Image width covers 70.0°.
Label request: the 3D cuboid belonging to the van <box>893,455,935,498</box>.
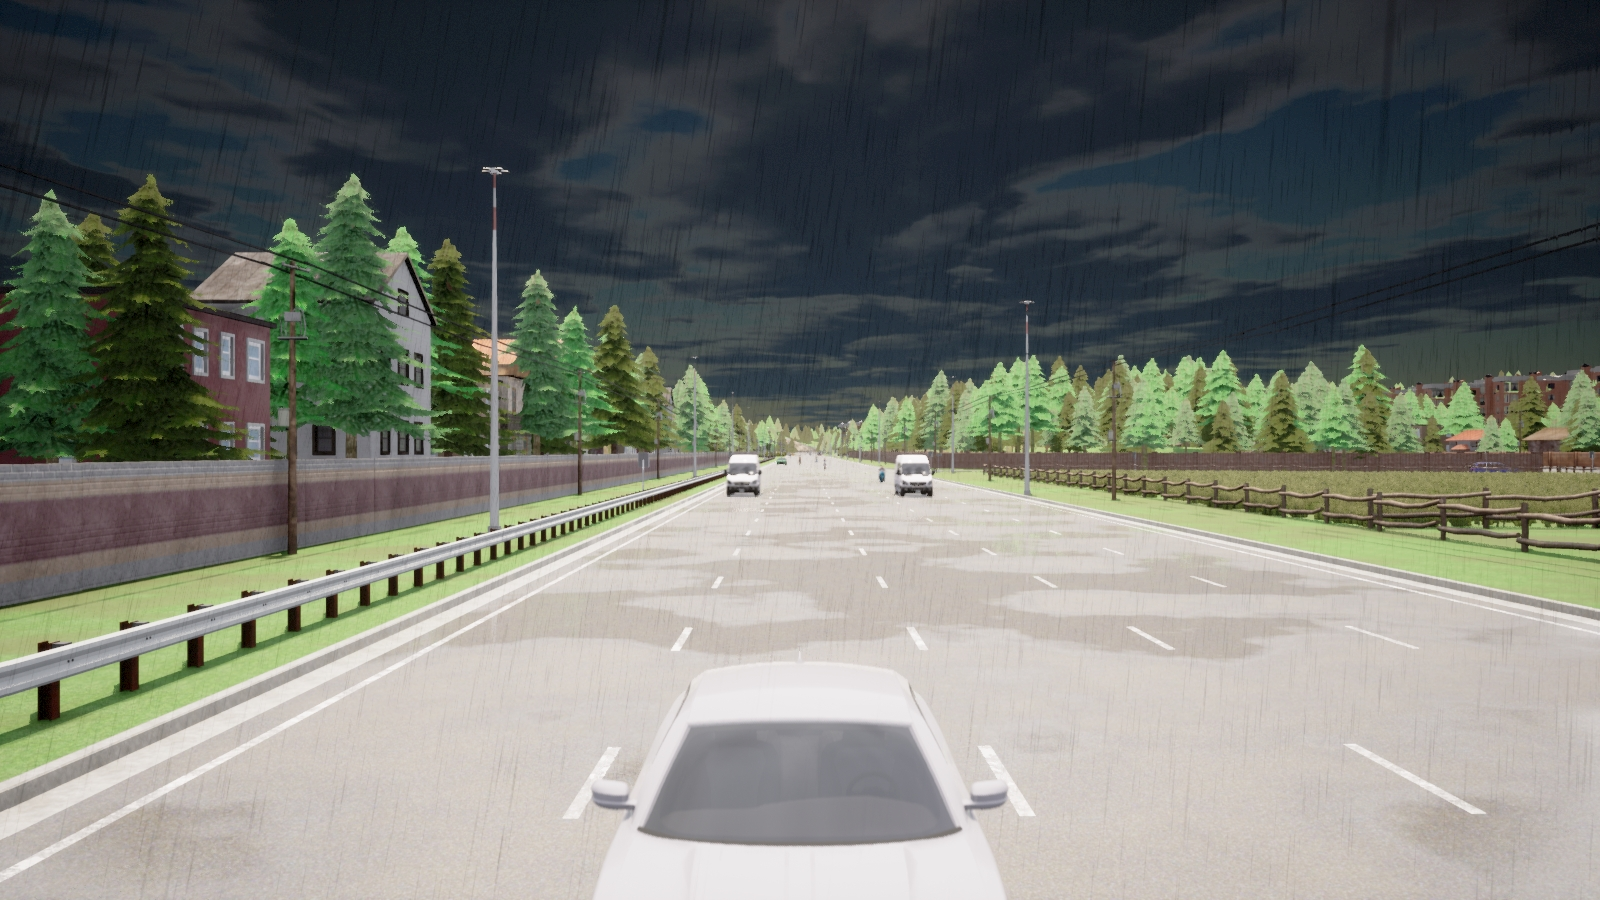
[{"bbox_3d":[6.986,1.580,70.623,1.988,2.561,5.915,0,0,0],"label":"van"}]

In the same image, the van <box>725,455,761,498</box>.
[{"bbox_3d":[-3.513,1.580,71.657,1.988,2.561,5.915,0,0,0],"label":"van"}]

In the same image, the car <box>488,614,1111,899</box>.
[{"bbox_3d":[-0.002,2.039,6.351,2.097,1.535,5.006,0,0,0],"label":"car"}]
